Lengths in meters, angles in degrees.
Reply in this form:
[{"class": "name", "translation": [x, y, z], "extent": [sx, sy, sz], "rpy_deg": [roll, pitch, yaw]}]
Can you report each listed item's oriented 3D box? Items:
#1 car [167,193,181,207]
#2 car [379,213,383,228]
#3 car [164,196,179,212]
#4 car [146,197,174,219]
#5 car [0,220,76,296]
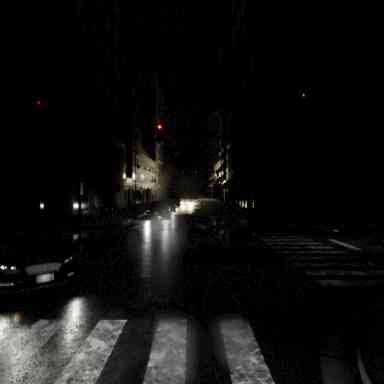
[{"class": "car", "translation": [-2.877, 1.197, 49.559], "extent": [2.150, 2.045, 5.566], "rpy_deg": [0, 0, 0]}, {"class": "car", "translation": [12.337, 1.282, 16.900], "extent": [5.009, 1.841, 2.192], "rpy_deg": [0, 0, 0]}, {"class": "car", "translation": [-2.866, 1.511, 39.159], "extent": [1.812, 1.442, 4.674], "rpy_deg": [0, 0, 0]}, {"class": "car", "translation": [-2.867, 1.497, 29.293], "extent": [1.837, 1.490, 4.892], "rpy_deg": [0, 0, 0]}, {"class": "car", "translation": [-4.706, 1.508, 8.556], "extent": [2.128, 1.511, 4.902], "rpy_deg": [1, -1, -44]}]
